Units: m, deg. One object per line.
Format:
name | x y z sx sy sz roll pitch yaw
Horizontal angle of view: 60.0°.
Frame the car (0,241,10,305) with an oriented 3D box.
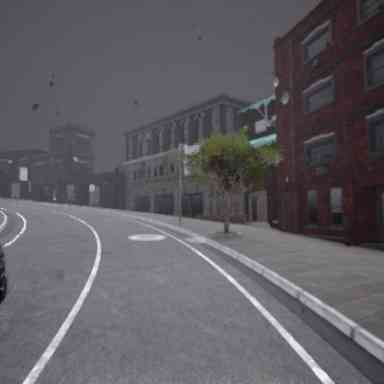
car | -3.799 1.222 3.016 2.150 2.045 5.566 0 1 -5
